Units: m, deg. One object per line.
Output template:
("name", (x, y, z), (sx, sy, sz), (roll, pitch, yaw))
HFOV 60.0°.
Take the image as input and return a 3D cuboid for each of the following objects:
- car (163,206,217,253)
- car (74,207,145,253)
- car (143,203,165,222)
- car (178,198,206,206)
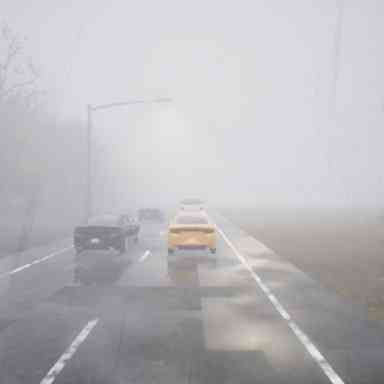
("car", (0.007, 1.614, 14.485), (1.882, 1.535, 5.008), (0, 0, 0))
("car", (-3.493, 1.614, 14.471), (1.882, 1.535, 5.008), (0, 0, 0))
("car", (-3.493, 1.756, 29.479), (1.882, 1.535, 5.008), (0, 0, 0))
("car", (0.001, 1.490, 29.007), (2.150, 2.045, 5.566), (0, 0, 0))
